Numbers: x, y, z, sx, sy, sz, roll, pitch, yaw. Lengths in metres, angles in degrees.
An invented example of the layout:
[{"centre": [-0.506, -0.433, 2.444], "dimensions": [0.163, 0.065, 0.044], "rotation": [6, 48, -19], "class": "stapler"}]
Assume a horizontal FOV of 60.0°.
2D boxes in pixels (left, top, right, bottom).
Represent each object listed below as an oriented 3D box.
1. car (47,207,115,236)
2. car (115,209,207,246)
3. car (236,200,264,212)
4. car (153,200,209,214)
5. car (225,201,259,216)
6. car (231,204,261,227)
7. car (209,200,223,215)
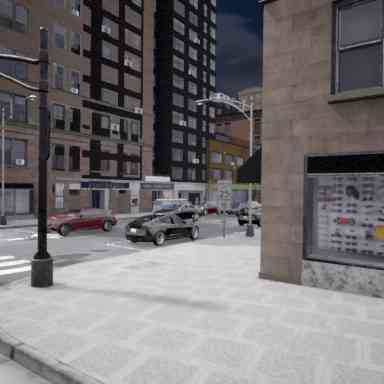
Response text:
[{"centre": [-6.521, 1.634, 19.493], "dimensions": [1.812, 1.442, 4.674], "rotation": [1, 0, 37], "class": "car"}, {"centre": [-1.378, 1.764, 16.456], "dimensions": [1.947, 1.339, 4.313], "rotation": [0, 0, 36], "class": "car"}, {"centre": [7.646, 1.823, 43.608], "dimensions": [1.752, 1.417, 4.829], "rotation": [0, 0, 36], "class": "car"}, {"centre": [-1.061, 1.673, 27.089], "dimensions": [2.128, 1.511, 4.902], "rotation": [1, 0, 35], "class": "car"}, {"centre": [5.034, 1.813, 35.555], "dimensions": [2.033, 1.411, 5.357], "rotation": [1, 0, 36], "class": "car"}, {"centre": [5.040, 1.850, 25.381], "dimensions": [1.947, 1.339, 4.313], "rotation": [0, 0, 36], "class": "car"}, {"centre": [1.329, 1.645, 34.821], "dimensions": [1.967, 1.590, 4.097], "rotation": [0, 0, 36], "class": "car"}]
